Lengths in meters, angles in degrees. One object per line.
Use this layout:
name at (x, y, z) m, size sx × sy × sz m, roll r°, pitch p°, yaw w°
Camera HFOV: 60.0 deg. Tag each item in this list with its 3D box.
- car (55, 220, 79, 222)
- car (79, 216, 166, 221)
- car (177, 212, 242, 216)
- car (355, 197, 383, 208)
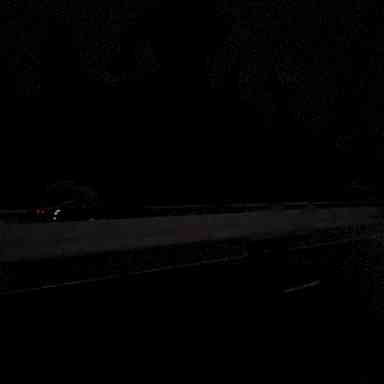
car at (-7.938, 1.346, 24.091) m, size 4.553 × 1.767 × 2.097 m, roll 0°, pitch 0°, yaw -35°
car at (-4.394, 1.542, 22.340) m, size 5.357 × 1.411 × 2.033 m, roll 0°, pitch 0°, yaw -35°
car at (1.117, 1.488, 21.892) m, size 4.902 × 1.511 × 2.128 m, roll 0°, pitch 0°, yaw -35°
car at (26.382, 1.506, 48.581) m, size 4.892 × 1.490 × 1.837 m, roll 0°, pitch 0°, yaw -25°
